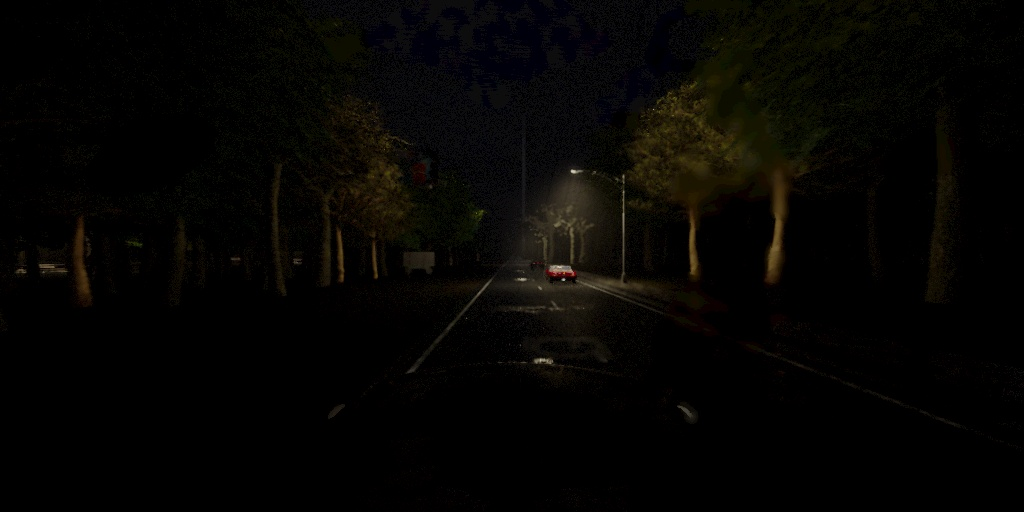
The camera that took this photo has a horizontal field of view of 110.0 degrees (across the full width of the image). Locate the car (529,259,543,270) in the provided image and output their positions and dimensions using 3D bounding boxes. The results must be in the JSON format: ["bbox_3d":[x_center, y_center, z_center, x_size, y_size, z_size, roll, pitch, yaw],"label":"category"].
[{"bbox_3d":[3.604,1.226,51.658,2.128,1.511,4.902,0,0,0],"label":"car"}]

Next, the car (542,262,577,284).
[{"bbox_3d":[3.603,1.351,27.254,1.895,1.301,4.718,0,0,0],"label":"car"}]
